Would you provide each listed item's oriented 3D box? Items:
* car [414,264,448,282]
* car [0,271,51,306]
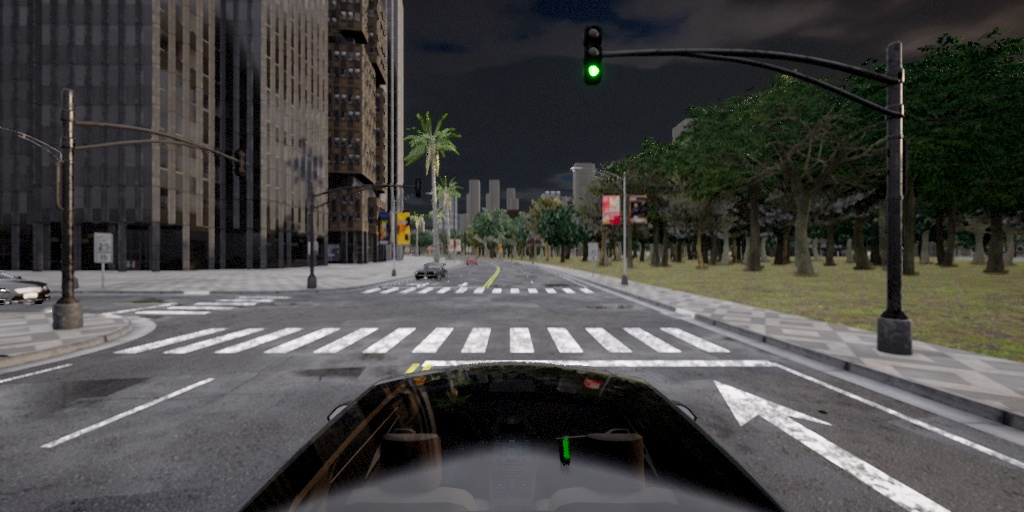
[{"bbox_3d":[-6.602,1.355,29.582,1.895,1.301,4.718,0,0,0],"label":"car"},{"bbox_3d":[-19.917,1.160,12.997,4.902,1.511,2.128,0,0,-1],"label":"car"}]
